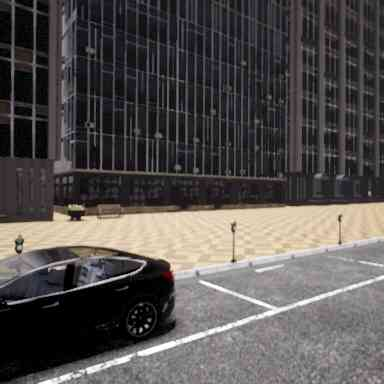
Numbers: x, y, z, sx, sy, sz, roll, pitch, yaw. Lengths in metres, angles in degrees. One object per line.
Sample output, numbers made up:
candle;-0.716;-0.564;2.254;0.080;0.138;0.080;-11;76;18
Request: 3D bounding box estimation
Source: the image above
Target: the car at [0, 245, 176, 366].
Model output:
car;-2.259;1.564;4.941;4.313;1.339;1.947;0;1;-36
